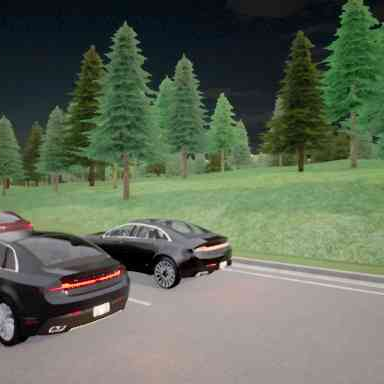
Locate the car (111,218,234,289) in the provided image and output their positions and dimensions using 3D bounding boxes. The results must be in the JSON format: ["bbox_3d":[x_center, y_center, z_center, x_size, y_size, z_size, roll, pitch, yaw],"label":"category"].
[{"bbox_3d":[-1.242,1.491,9.197,4.902,1.511,2.128,0,0,35],"label":"car"}]

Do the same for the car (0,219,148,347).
[{"bbox_3d":[-3.315,1.504,6.373,4.892,1.490,1.837,0,0,36],"label":"car"}]

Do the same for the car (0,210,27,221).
[{"bbox_3d":[-8.743,1.524,14.567,4.674,1.442,1.812,0,0,36],"label":"car"}]
